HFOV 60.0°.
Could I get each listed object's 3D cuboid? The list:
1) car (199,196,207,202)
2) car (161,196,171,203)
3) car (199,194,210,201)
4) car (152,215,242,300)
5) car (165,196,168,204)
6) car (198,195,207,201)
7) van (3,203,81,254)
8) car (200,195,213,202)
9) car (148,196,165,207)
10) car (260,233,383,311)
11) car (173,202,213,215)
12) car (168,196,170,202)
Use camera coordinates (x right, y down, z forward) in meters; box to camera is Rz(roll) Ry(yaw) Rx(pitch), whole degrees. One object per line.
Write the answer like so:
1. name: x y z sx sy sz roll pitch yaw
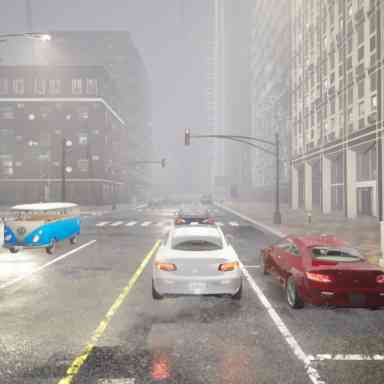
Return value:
1. car: 2.683 1.595 79.387 1.802 1.307 4.206 1 0 0
2. car: -5.696 1.594 73.728 1.802 1.307 4.206 1 0 0
3. car: 2.691 1.326 62.423 2.192 1.841 5.009 1 0 0
4. car: 0.103 1.528 8.273 1.812 1.442 4.674 0 0 0
5. car: -5.691 1.561 56.764 2.008 1.369 4.403 1 0 0
6. car: 2.682 1.564 85.042 2.008 1.369 4.403 1 0 0
7. van: -5.765 1.345 13.193 1.690 1.788 3.998 1 0 0
8. car: 2.688 1.592 56.768 1.802 1.307 4.206 1 0 0
9. car: -5.690 1.561 51.109 2.008 1.369 4.403 1 0 0
10. car: 2.699 1.584 7.511 1.802 1.307 4.206 1 0 0
11. car: 0.072 1.508 17.386 2.163 1.488 4.792 0 0 -1
12. car: -5.693 1.577 62.419 1.947 1.339 4.313 1 0 0
